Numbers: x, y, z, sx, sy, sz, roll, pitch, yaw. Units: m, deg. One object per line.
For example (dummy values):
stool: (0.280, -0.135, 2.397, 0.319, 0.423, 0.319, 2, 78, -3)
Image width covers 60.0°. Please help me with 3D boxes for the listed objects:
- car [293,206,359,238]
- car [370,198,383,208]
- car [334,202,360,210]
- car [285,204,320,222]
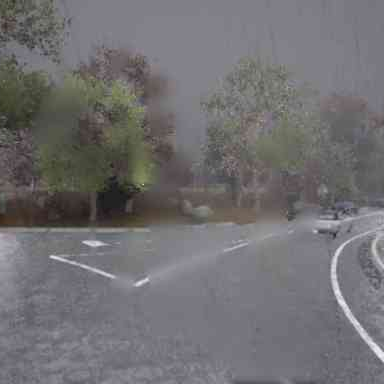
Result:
car: (7.487, 1.679, 18.345, 1.895, 1.301, 4.718, 2, 1, 38)
car: (26.708, 1.537, 46.946, 2.033, 1.411, 5.357, 2, 2, 41)
car: (15.243, 1.646, 33.310, 1.895, 1.301, 4.718, 2, 1, 40)
car: (8.928, 1.620, 25.679, 1.895, 1.301, 4.718, 2, 1, 39)
